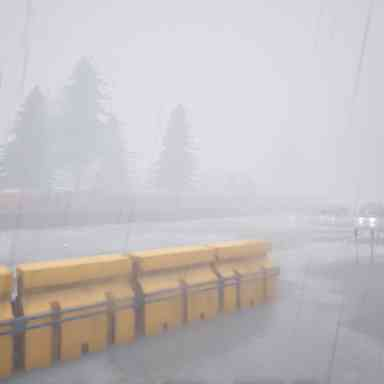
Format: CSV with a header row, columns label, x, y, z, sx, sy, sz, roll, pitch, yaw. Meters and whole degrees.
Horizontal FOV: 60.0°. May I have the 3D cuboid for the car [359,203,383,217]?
label,x,y,z,sx,sy,sz,roll,pitch,yaw
car,20.147,1.965,37.117,2.128,1.511,4.902,0,-1,40

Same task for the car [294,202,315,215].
label,x,y,z,sx,sy,sz,roll,pitch,yaw
car,14.197,1.973,40.919,1.882,1.535,5.008,0,-1,40

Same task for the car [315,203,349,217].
label,x,y,z,sx,sy,sz,roll,pitch,yaw
car,16.345,2.018,37.997,2.033,1.411,5.357,0,-1,41
